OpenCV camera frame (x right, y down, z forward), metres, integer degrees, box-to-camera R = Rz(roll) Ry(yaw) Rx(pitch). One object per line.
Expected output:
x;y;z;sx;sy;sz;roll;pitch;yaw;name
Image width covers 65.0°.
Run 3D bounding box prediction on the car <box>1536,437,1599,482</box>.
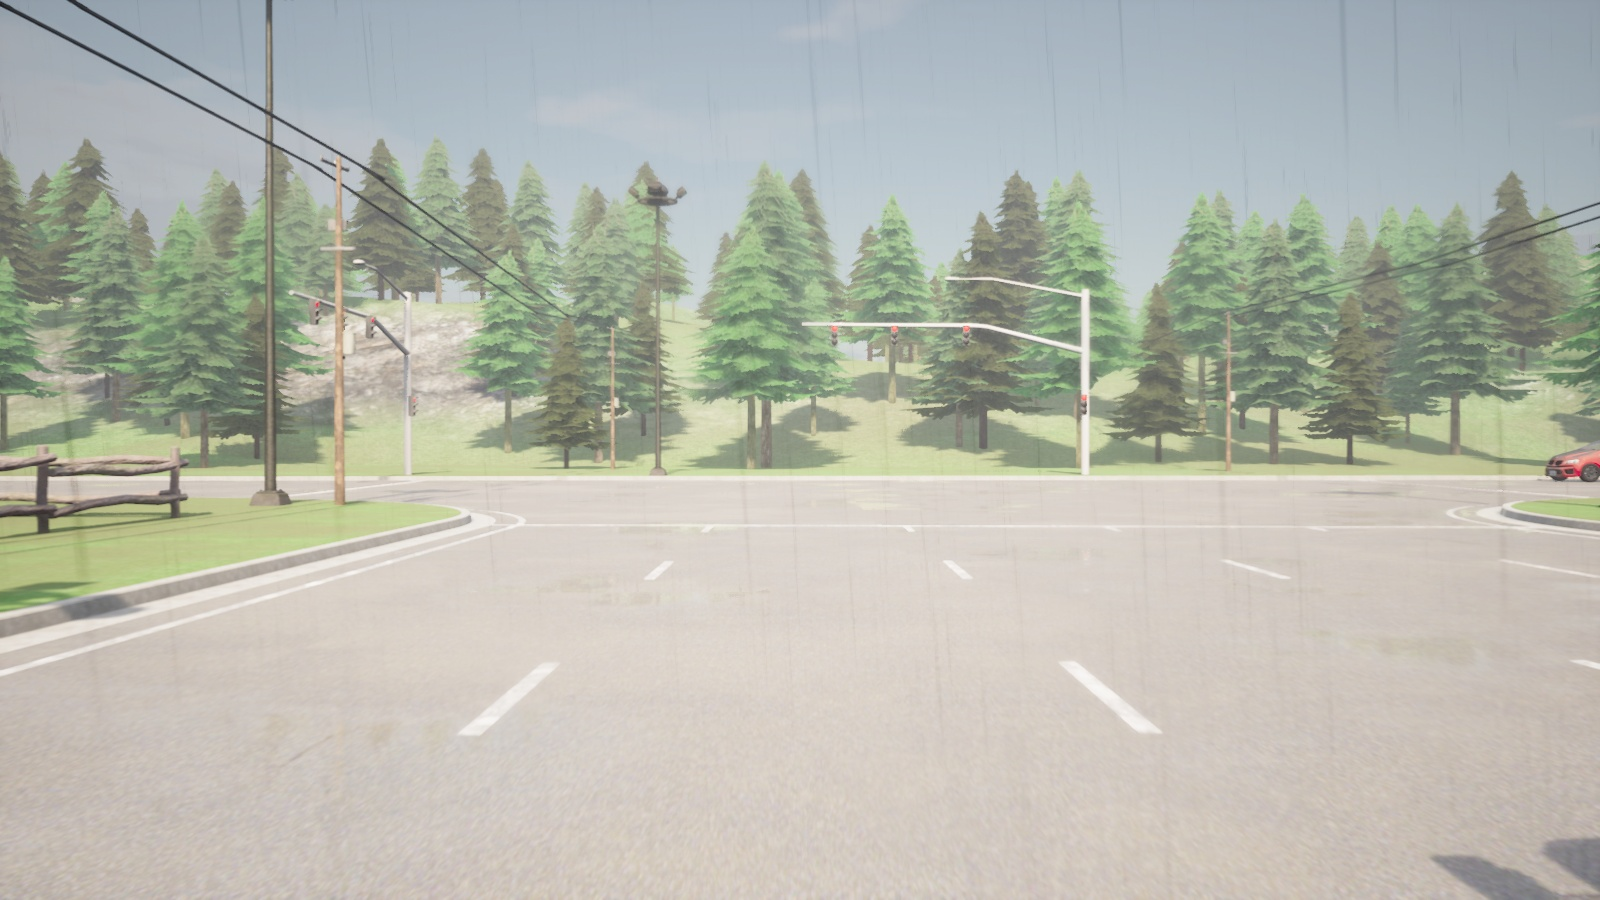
30.767;0.348;47.407;4.611;1.667;2.242;0;0;1;car
